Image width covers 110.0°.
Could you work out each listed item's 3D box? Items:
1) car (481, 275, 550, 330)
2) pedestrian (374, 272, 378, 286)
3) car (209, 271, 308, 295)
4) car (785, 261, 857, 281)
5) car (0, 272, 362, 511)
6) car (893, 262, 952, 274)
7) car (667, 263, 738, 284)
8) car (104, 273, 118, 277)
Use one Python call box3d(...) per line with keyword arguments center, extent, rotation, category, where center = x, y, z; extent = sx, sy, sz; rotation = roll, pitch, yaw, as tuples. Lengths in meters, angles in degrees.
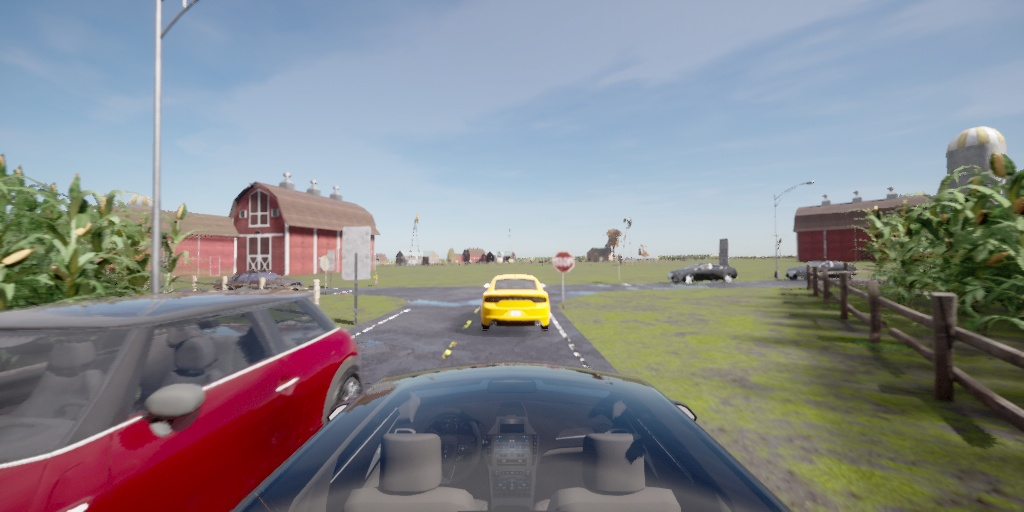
box3d(center=(0.092, 1.338, 11.593), extent=(1.882, 1.535, 5.008), rotation=(0, -1, 0), category="car")
box3d(center=(-11.203, 1.928, 29.529), extent=(0.500, 1.100, 0.500), rotation=(0, 0, 4), category="pedestrian")
box3d(center=(-16.936, 1.790, 24.093), extent=(5.357, 1.411, 2.033), rotation=(-1, -1, 5), category="car")
box3d(center=(23.533, 1.120, 27.412), extent=(4.902, 1.511, 2.128), rotation=(-1, -1, -7), category="car")
box3d(center=(-2.841, 1.106, 2.410), extent=(2.097, 1.767, 4.553), rotation=(0, -1, 0), category="car")
box3d(center=(33.329, 1.072, 28.719), extent=(4.718, 1.301, 1.895), rotation=(-1, -1, -9), category="car")
box3d(center=(14.066, 1.273, 26.596), extent=(4.902, 1.511, 2.128), rotation=(-1, -1, -4), category="car")
box3d(center=(-27.342, 1.907, 25.316), extent=(5.008, 1.535, 1.882), rotation=(-1, -1, 8), category="car")
